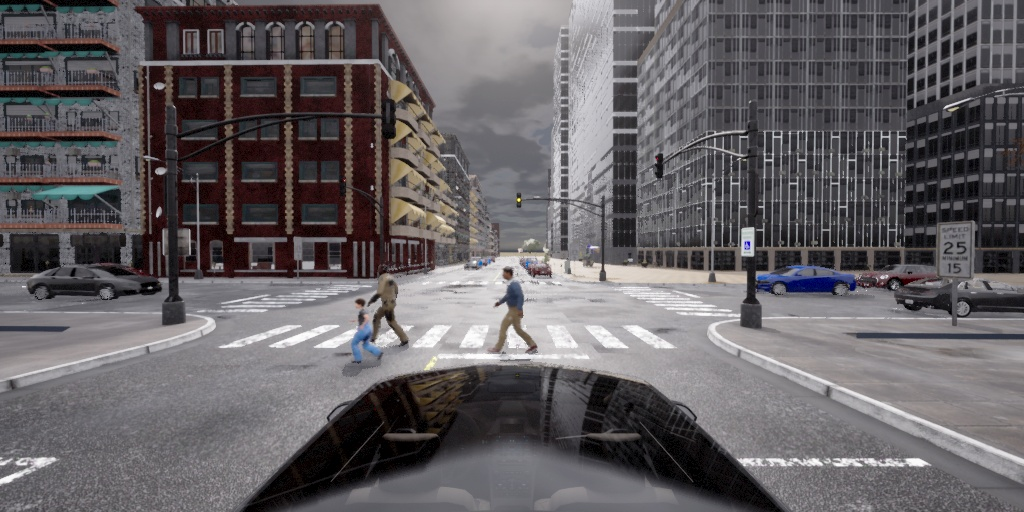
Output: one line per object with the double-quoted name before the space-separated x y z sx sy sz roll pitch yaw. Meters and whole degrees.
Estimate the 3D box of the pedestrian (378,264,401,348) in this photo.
"pedestrian" -2.727 1.042 7.803 0.375 1.860 0.375 -1 1 0

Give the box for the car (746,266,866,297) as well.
"car" 15.200 1.272 19.046 5.008 1.535 1.882 0 1 1

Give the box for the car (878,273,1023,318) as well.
"car" 16.739 1.445 13.111 4.403 1.370 2.007 0 0 1

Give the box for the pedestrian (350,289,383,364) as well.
"pedestrian" -2.696 1.322 6.606 0.375 1.300 0.375 -1 1 0

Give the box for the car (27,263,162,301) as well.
"car" -18.930 1.192 16.383 4.892 1.490 1.837 0 1 1

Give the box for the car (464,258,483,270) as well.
"car" -5.588 1.267 50.370 1.948 1.339 4.313 0 0 0

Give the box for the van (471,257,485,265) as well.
"van" -5.577 1.033 56.016 1.690 1.789 3.998 0 0 0

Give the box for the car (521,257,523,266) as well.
"car" 2.772 1.237 56.031 1.888 1.381 4.507 0 0 0

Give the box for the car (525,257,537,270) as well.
"car" 2.736 1.157 39.093 1.967 1.591 4.097 0 0 0

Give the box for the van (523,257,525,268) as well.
"van" 2.760 1.042 50.385 1.690 1.789 3.998 0 0 0

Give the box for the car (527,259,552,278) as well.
"car" 2.724 1.270 33.447 1.888 1.381 4.507 0 0 0

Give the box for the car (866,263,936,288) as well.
"car" 23.416 1.229 21.644 4.097 1.591 1.967 0 0 1

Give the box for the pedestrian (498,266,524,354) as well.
"pedestrian" -0.015 1.042 7.198 0.375 1.860 0.375 -1 1 0
